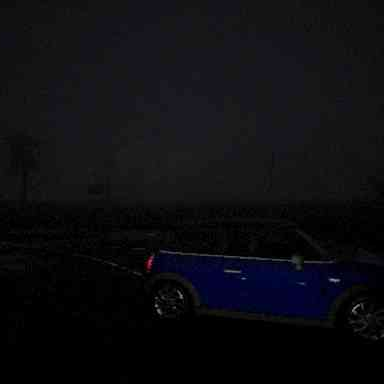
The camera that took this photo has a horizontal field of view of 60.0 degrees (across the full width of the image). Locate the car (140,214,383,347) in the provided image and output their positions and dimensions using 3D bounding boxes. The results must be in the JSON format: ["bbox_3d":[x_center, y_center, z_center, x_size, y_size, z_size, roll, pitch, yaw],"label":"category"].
[{"bbox_3d":[1.443,1.286,6.018,4.553,1.767,2.097,-1,1,17],"label":"car"}]
